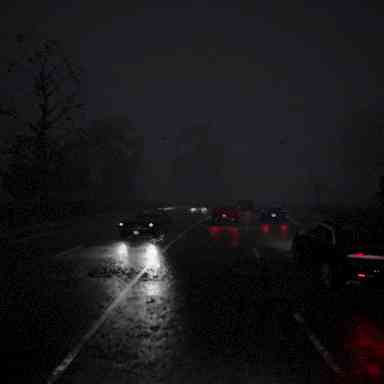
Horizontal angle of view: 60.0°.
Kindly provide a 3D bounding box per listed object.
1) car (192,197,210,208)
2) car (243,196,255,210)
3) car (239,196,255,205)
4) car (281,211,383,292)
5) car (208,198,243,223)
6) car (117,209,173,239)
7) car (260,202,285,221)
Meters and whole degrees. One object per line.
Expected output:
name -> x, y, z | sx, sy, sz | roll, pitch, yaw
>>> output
car -> 1.600, 1.468, 49.373 | 1.882, 1.535, 5.008 | 0, 0, 20
car -> 6.911, 1.507, 42.492 | 2.128, 1.511, 4.902 | 0, 0, 17
car -> 10.178, 1.556, 61.511 | 1.812, 1.442, 4.674 | 0, 0, 24
car -> 4.043, 1.501, 8.868 | 2.128, 1.511, 4.902 | 0, 0, 4
car -> 2.669, 1.482, 25.508 | 1.882, 1.535, 5.008 | 0, 0, 10
car -> -2.334, 1.593, 17.632 | 1.895, 1.301, 4.718 | 0, 0, 7
car -> 6.473, 1.543, 26.799 | 1.812, 1.442, 4.674 | 0, 0, 11
